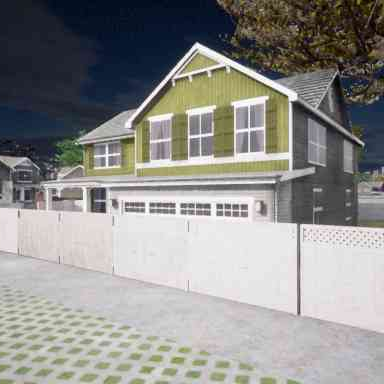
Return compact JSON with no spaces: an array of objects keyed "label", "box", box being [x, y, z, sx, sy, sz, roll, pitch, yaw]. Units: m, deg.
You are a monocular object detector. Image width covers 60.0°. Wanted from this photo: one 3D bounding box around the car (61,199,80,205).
[{"label":"car","box":[-15.279,1.635,40.989,1.837,1.490,4.892,0,0,19]}]
